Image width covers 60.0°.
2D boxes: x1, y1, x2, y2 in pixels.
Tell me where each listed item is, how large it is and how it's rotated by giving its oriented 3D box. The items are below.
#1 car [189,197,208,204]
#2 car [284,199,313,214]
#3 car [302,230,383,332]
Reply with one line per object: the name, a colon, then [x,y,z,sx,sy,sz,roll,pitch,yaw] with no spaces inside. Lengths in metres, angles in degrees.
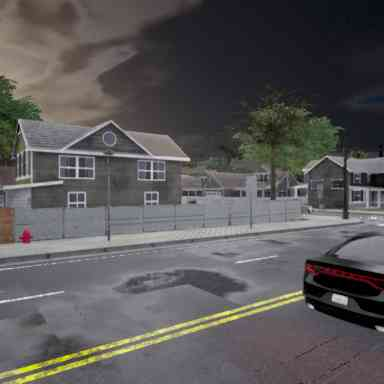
car: [1.559,1.533,47.075,1.882,1.535,5.008,0,0,-35]
car: [10.287,1.521,34.744,2.128,1.511,4.902,0,0,-35]
car: [4.256,1.477,6.478,5.008,1.535,1.882,0,0,-35]
